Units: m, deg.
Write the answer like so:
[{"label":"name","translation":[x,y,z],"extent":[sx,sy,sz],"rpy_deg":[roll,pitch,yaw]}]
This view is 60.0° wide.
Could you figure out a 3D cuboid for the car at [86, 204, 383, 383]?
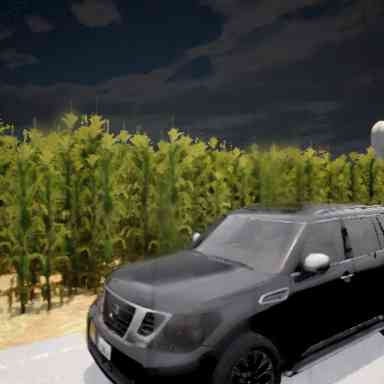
[{"label":"car","translation":[1.378,1.229,4.952],"extent":[5.566,2.045,2.150],"rpy_deg":[0,0,-35]}]
